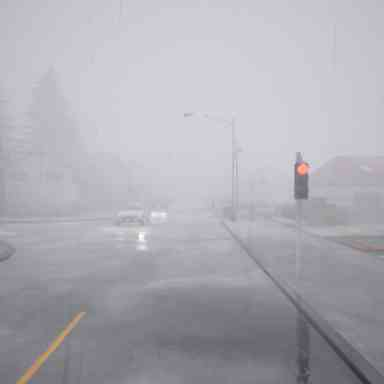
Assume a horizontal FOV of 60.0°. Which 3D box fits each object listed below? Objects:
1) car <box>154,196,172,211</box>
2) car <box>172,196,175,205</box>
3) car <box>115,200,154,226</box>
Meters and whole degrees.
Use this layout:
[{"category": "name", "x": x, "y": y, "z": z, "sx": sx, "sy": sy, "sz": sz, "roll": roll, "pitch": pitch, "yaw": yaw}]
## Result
[{"category": "car", "x": -3.976, "y": 1.463, "z": 40.945, "sx": 2.128, "sy": 1.511, "sz": 4.902, "roll": 0, "pitch": 0, "yaw": 0}, {"category": "car", "x": -3.905, "y": 1.466, "z": 57.945, "sx": 1.837, "sy": 1.490, "sz": 4.892, "roll": 0, "pitch": 0, "yaw": 0}, {"category": "car", "x": -4.031, "y": 1.510, "z": 23.147, "sx": 1.812, "sy": 1.442, "sz": 4.674, "roll": 0, "pitch": 0, "yaw": 0}]
